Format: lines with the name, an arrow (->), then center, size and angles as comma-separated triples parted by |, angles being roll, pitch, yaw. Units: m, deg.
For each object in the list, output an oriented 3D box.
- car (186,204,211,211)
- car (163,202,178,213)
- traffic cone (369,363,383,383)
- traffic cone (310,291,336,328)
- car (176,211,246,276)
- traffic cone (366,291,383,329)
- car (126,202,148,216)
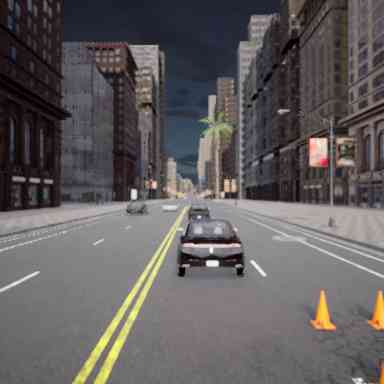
car -> 0.574, 1.771, 28.887 | 1.837, 1.490, 4.892 | 0, -1, 0
car -> -2.813, 2.005, 44.192 | 1.895, 1.301, 4.718 | 0, -1, 0
traffic cone -> 2.262, 1.995, 3.784 | 0.340, 0.580, 0.340 | 0, -1, 0
traffic cone -> 2.269, 2.013, 5.784 | 0.340, 0.580, 0.340 | 0, -1, 0
car -> 0.517, 1.590, 10.692 | 2.128, 1.511, 4.902 | 0, -1, 0
traffic cone -> 3.269, 2.015, 5.780 | 0.340, 0.580, 0.340 | 0, -1, 0
car -> -6.094, 1.808, 37.205 | 1.882, 1.535, 5.008 | 0, -1, 0
